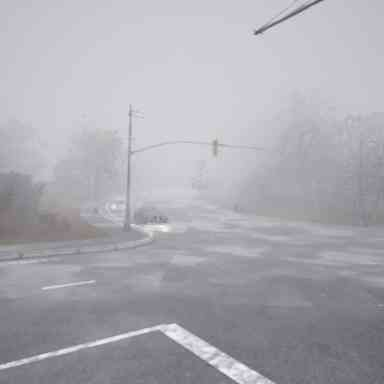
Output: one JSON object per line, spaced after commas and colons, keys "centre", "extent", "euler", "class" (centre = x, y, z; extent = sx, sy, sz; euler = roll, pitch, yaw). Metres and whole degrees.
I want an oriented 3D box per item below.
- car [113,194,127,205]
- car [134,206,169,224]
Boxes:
{"centre": [-11.170, 1.132, 51.749], "extent": [1.812, 1.442, 4.674], "euler": [2, 2, -12], "class": "car"}
{"centre": [-3.396, 1.861, 27.355], "extent": [1.994, 1.385, 4.181], "euler": [2, 0, -24], "class": "car"}
